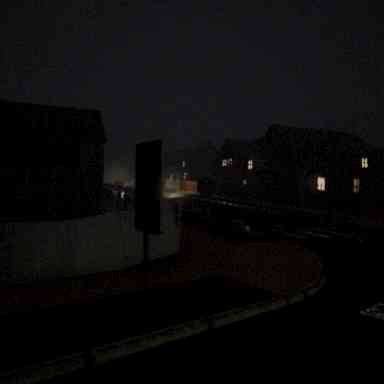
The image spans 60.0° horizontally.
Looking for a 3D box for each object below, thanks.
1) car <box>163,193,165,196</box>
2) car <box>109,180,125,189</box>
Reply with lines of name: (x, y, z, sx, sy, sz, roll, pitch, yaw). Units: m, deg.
car: (-4.410, -0.102, 35.012, 1.812, 1.442, 4.674, 1, 3, -23)
car: (-12.072, -1.205, 53.343, 2.128, 1.511, 4.902, 1, 3, -23)
